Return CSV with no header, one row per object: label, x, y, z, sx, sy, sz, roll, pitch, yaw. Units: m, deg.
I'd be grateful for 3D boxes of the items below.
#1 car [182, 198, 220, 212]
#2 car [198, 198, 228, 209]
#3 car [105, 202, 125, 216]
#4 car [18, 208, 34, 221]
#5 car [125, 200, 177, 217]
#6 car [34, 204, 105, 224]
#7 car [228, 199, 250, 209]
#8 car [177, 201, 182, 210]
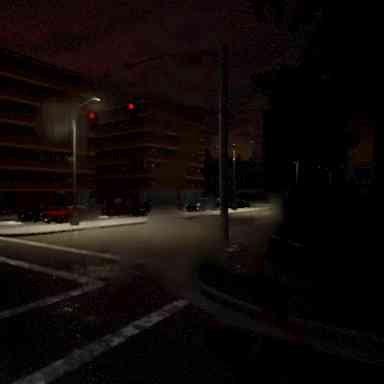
car,1.247,1.513,41.356,2.097,1.767,4.553,0,0,36
car,3.251,1.677,50.058,2.128,1.511,4.902,0,0,36
car,-7.539,1.748,35.173,1.994,1.385,4.181,-1,0,37
car,-12.484,1.751,28.372,1.994,1.385,4.181,0,0,36
car,-4.071,1.637,34.024,1.882,1.535,5.008,-1,0,36
car,-9.598,1.763,26.419,1.895,1.301,4.718,0,0,33
car,6.936,1.725,49.170,1.994,1.385,4.181,0,0,36
car,-2.640,1.750,41.947,1.994,1.385,4.181,-1,0,36
